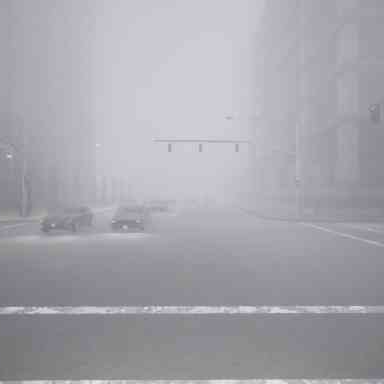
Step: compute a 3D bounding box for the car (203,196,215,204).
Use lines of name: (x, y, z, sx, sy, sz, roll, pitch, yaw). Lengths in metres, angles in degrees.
car: (3.510, 1.491, 64.620, 2.128, 1.511, 4.902, 0, 0, 0)

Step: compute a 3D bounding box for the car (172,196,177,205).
car: (-3.573, 1.477, 57.579, 1.882, 1.535, 5.008, 0, 0, 0)

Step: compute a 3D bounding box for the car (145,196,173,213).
car: (-3.595, 1.547, 37.218, 2.033, 1.411, 5.357, 0, 0, 0)

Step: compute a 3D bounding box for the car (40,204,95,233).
car: (-7.097, 1.474, 19.457, 1.837, 1.490, 4.892, 0, 0, 0)

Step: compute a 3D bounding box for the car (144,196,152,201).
car: (-7.076, 1.504, 56.827, 1.837, 1.490, 4.892, 0, 0, 0)

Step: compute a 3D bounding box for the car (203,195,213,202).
car: (3.511, 1.507, 73.695, 1.812, 1.442, 4.674, 0, 0, 0)

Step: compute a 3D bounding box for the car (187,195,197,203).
car: (0.011, 1.508, 73.696, 2.128, 1.511, 4.902, 0, 0, 0)

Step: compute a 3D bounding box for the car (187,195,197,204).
car: (0.009, 1.491, 64.309, 2.128, 1.511, 4.902, 0, 0, 0)

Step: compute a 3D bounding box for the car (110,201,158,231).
car: (-3.597, 1.518, 20.655, 2.033, 1.411, 5.357, 0, 0, 0)

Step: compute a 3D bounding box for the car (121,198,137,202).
car: (-7.095, 1.504, 37.426, 1.837, 1.490, 4.892, 0, 0, 0)
